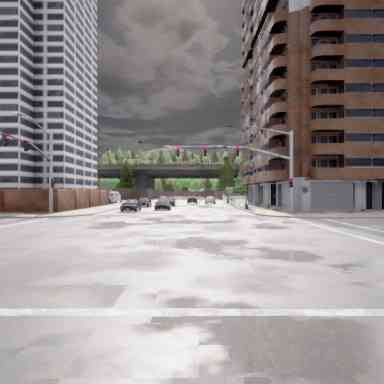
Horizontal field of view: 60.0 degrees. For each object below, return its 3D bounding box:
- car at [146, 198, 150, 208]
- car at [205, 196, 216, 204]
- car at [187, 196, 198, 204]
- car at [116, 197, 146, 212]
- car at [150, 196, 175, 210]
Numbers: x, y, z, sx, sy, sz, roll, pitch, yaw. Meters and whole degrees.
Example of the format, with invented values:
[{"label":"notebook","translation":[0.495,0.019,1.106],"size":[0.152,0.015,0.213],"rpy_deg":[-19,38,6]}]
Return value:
[{"label":"car","translation":[-7.124,1.547,49.722],"size":[2.033,1.411,5.357],"rpy_deg":[0,0,0]},{"label":"car","translation":[3.455,1.525,63.109],"size":[1.812,1.442,4.674],"rpy_deg":[0,0,0]},{"label":"car","translation":[0.056,1.505,63.229],"size":[1.837,1.490,4.892],"rpy_deg":[0,0,0]},{"label":"car","translation":[-7.127,1.547,39.369],"size":[2.033,1.411,5.357],"rpy_deg":[0,0,0]},{"label":"car","translation":[-3.628,1.547,42.242],"size":[2.033,1.411,5.357],"rpy_deg":[0,0,0]}]
